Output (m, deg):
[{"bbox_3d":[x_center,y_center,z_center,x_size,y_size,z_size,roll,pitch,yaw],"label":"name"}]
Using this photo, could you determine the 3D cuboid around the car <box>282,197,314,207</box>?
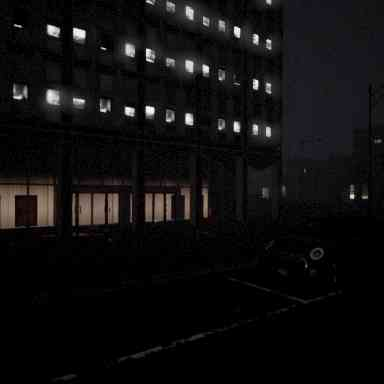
[{"bbox_3d":[15.457,1.480,48.509,1.802,1.307,4.206,1,0,-35],"label":"car"}]

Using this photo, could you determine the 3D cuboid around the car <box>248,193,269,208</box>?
[{"bbox_3d":[8.567,1.168,43.742,2.192,1.841,5.009,1,0,-35],"label":"car"}]

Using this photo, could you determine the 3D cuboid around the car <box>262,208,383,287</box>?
[{"bbox_3d":[3.850,1.441,9.312,4.097,1.590,1.967,0,0,-36],"label":"car"}]

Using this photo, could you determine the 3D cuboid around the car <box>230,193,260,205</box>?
[{"bbox_3d":[9.157,1.168,57.615,2.192,1.841,5.009,1,0,-35],"label":"car"}]

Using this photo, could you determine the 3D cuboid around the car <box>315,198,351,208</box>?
[{"bbox_3d":[18.511,1.447,44.095,1.752,1.417,4.829,1,0,-35],"label":"car"}]

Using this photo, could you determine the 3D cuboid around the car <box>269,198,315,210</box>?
[{"bbox_3d":[11.716,1.427,39.188,2.008,1.369,4.403,1,0,-35],"label":"car"}]
